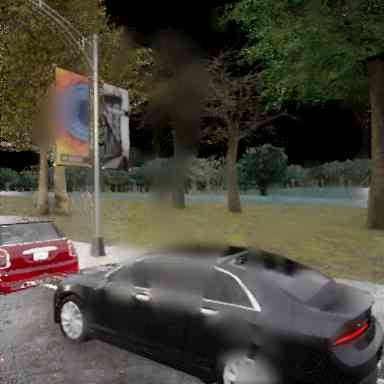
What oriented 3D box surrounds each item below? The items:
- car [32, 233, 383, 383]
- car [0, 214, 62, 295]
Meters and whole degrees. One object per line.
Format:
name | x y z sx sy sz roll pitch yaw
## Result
car | -0.070 1.517 4.813 4.892 1.490 1.837 0 0 36
car | -4.921 1.372 8.293 4.553 1.767 2.097 0 0 36
